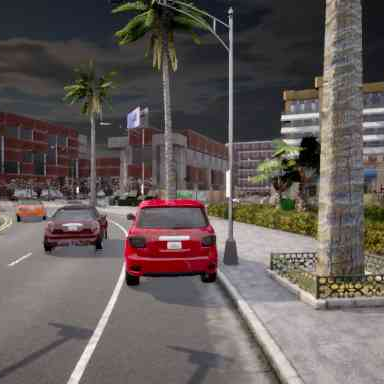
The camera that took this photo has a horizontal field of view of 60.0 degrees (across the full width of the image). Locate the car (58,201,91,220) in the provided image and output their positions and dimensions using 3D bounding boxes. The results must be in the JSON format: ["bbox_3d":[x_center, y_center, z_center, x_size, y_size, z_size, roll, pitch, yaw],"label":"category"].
[{"bbox_3d":[-10.472,1.556,29.447,1.994,1.385,4.181,0,0,-30],"label":"car"}]

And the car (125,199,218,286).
[{"bbox_3d":[-0.718,1.220,9.685,2.150,2.045,5.566,0,0,-7],"label":"car"}]

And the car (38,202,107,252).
[{"bbox_3d":[-4.788,1.348,14.182,2.097,1.767,4.553,0,0,-12],"label":"car"}]

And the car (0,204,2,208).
[{"bbox_3d":[-24.993,1.505,40.500,4.674,1.442,1.812,0,0,38],"label":"car"}]

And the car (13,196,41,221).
[{"bbox_3d":[-13.443,1.341,27.622,2.097,1.767,4.553,0,0,-29],"label":"car"}]
